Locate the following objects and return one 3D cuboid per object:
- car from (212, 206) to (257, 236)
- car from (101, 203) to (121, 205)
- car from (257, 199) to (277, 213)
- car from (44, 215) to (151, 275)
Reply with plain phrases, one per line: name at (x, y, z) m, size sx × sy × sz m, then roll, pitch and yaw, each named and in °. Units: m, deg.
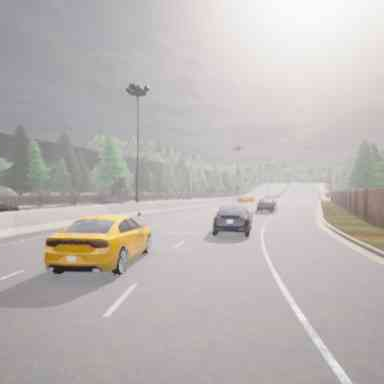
car at (2.341, 1.491, 18.642) m, size 2.163 × 1.488 × 4.792 m, roll 0°, pitch 0°, yaw 12°
car at (-9.632, 1.442, 39.632) m, size 1.994 × 1.385 × 4.181 m, roll 0°, pitch 0°, yaw 21°
car at (8.518, 1.492, 37.699) m, size 2.128 × 1.511 × 4.902 m, roll 0°, pitch 0°, yaw 21°
car at (-2.622, 1.444, 10.430) m, size 1.882 × 1.535 × 5.008 m, roll 0°, pitch 0°, yaw 6°
